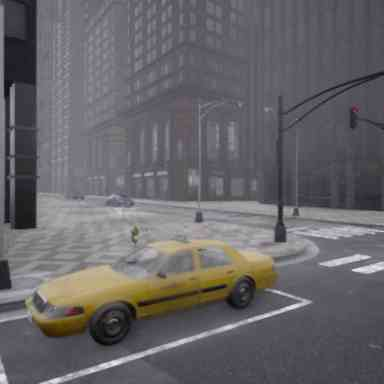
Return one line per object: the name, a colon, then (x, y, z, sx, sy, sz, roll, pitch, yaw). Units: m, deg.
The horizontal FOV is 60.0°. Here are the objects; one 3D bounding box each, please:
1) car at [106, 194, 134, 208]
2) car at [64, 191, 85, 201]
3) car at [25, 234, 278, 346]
car: (-8.060, 0.916, 36.838, 1.812, 1.442, 4.674, 0, 1, -36)
car: (-18.053, 0.554, 50.843, 2.033, 1.411, 5.357, 0, 1, -36)
car: (-0.440, 1.528, 6.334, 4.829, 1.417, 1.752, 0, 0, -36)
